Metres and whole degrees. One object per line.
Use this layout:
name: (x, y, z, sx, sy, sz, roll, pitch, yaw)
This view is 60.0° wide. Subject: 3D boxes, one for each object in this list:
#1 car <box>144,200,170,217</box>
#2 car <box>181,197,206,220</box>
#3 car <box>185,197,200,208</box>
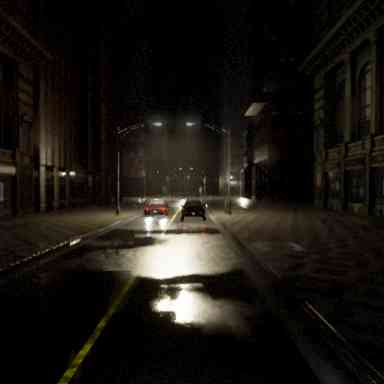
car: (-3.003, 1.392, 29.182, 1.994, 1.385, 4.181, 0, 0, 0)
car: (0.098, 1.371, 26.248, 1.812, 1.442, 4.674, 0, 0, 0)
car: (0.095, 1.344, 44.611, 1.895, 1.301, 4.718, 0, 0, 0)
